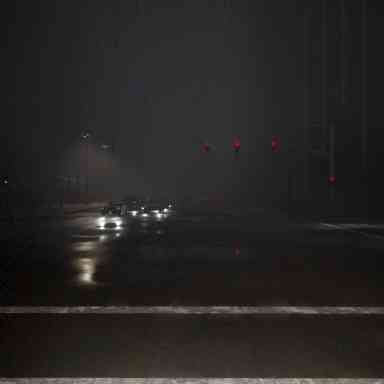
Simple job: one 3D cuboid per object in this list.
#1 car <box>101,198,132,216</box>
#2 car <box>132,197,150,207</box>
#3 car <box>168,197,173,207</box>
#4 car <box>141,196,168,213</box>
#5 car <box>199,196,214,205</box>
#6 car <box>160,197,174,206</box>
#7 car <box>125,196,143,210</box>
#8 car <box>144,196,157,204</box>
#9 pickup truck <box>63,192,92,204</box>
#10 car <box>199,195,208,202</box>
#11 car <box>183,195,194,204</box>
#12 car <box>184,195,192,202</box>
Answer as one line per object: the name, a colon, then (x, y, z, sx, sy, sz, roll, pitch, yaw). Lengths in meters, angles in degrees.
car: (-7.612, 1.601, 33.115, 1.895, 1.301, 4.718, 0, 0, -1)
car: (-7.803, 1.547, 51.383, 2.033, 1.411, 5.357, 0, 0, 0)
car: (-4.253, 1.491, 47.281, 2.128, 1.511, 4.902, 0, 0, 0)
car: (-4.165, 1.526, 37.254, 1.812, 1.442, 4.674, 0, 0, 2)
car: (2.824, 1.491, 58.075, 2.128, 1.511, 4.902, 0, 0, -1)
car: (-4.338, 1.547, 57.933, 2.033, 1.411, 5.357, 0, 0, 0)
car: (-7.706, 1.352, 41.884, 2.097, 1.767, 4.553, 0, 0, 0)
car: (-7.870, 1.477, 63.677, 1.882, 1.535, 5.008, 0, 0, 0)
pickup truck: (-20.918, 1.059, 60.092, 2.390, 2.098, 6.274, 0, 0, 30)
car: (2.555, 1.524, 75.254, 1.812, 1.442, 4.674, 0, 0, -1)
car: (-0.749, 1.352, 65.456, 2.097, 1.767, 4.553, 0, 0, -1)
car: (-0.947, 1.478, 75.459, 1.882, 1.535, 5.008, 0, 0, -1)
